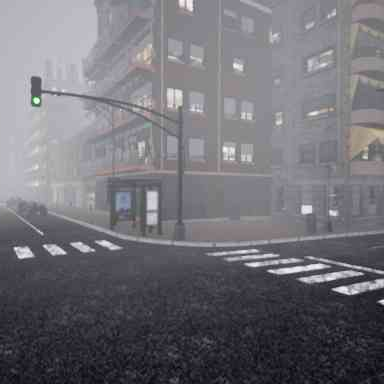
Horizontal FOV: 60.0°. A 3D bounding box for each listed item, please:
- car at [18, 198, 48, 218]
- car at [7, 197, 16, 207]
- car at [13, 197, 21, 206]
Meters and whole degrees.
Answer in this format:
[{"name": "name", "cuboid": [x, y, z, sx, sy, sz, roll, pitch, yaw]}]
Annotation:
[{"name": "car", "cuboid": [-13.933, 1.508, 29.507, 2.008, 1.369, 4.403, 0, 0, -32]}, {"name": "car", "cuboid": [-25.846, 1.368, 48.658, 1.967, 1.590, 4.097, 0, 0, -32]}, {"name": "car", "cuboid": [-16.910, 1.495, 34.294, 1.887, 1.381, 4.507, 0, 0, -32]}]
